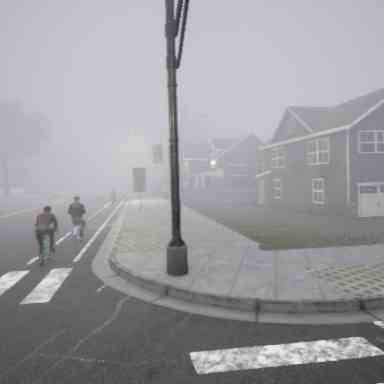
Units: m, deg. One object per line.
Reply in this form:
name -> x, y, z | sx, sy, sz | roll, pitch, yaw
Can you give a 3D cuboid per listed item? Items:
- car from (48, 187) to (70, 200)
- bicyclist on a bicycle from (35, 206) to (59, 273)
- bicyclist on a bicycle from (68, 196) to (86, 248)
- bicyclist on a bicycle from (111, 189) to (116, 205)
car -> -18.952, 0.192, 47.543 | 2.097, 1.767, 4.553 | -2, 2, -9
bicyclist on a bicycle -> -3.813, 1.198, 8.767 | 0.582, 1.620, 1.656 | -2, 2, -9
bicyclist on a bicycle -> -4.036, 1.015, 11.865 | 0.659, 1.776, 1.843 | -2, 2, -9
bicyclist on a bicycle -> -7.713, 0.483, 32.787 | 0.582, 1.620, 1.656 | -2, 2, -9
